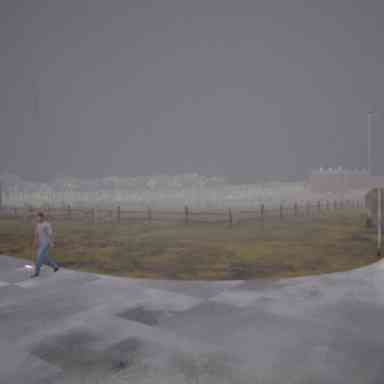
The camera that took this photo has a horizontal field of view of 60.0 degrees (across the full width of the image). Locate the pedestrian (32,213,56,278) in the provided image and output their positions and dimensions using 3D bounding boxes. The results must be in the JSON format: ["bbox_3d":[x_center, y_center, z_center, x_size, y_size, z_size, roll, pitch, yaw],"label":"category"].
[{"bbox_3d":[-4.248,1.430,9.440,0.375,1.860,0.375,0,2,37],"label":"pedestrian"}]
